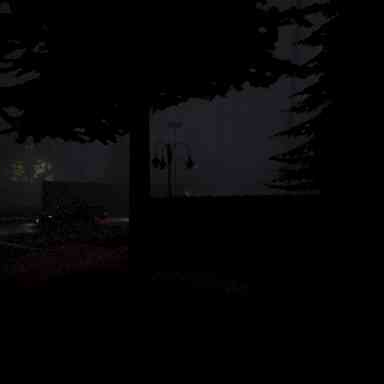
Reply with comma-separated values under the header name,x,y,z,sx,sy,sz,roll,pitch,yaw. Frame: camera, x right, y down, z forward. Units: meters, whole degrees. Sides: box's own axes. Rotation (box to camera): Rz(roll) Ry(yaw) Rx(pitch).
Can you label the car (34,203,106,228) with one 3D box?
name,x,y,z,sx,sy,sz,roll,pitch,yaw
car,-8.145,1.520,22.606,2.128,1.511,4.902,0,0,36
